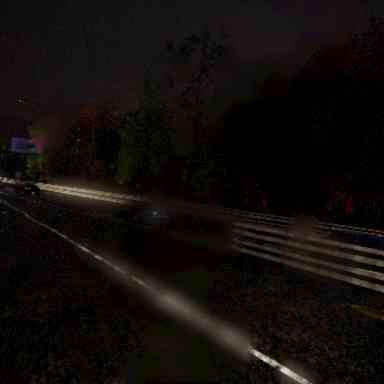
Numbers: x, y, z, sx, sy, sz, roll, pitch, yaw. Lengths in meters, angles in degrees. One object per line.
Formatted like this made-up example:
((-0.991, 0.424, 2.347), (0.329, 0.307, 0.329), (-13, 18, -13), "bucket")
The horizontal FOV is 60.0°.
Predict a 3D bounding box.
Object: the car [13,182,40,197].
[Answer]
((-19.181, -0.337, 38.618), (1.837, 1.490, 4.892), (5, 1, -42), "car")

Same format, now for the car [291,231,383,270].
((6.572, 2.364, 13.961), (4.674, 1.442, 1.812), (6, 1, 40), "car")

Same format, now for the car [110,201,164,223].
((-3.819, 1.288, 23.110), (4.181, 1.385, 1.994), (6, 1, 43), "car")

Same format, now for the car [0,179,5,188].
((-30.760, -1.385, 52.181), (2.033, 1.411, 5.357), (5, 0, -39), "car")
